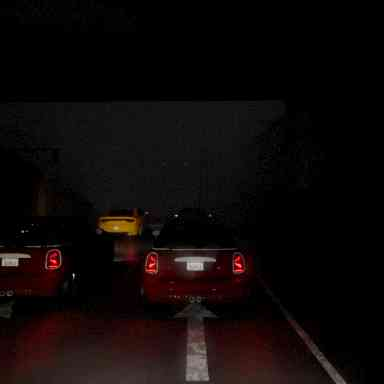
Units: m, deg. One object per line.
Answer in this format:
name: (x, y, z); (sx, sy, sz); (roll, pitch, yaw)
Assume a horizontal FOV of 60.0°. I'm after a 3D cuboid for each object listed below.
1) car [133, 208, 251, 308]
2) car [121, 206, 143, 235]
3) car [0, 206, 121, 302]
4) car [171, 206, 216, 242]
car: (0.067, 1.352, 8.092); (2.097, 1.767, 4.553); (0, 0, 0)
car: (-3.433, 1.478, 17.508); (1.882, 1.535, 5.008); (0, 0, 0)
car: (-3.428, 1.352, 8.419); (2.097, 1.767, 4.553); (0, 0, 0)
car: (0.068, 1.547, 17.618); (2.033, 1.411, 5.357); (0, 0, 0)
